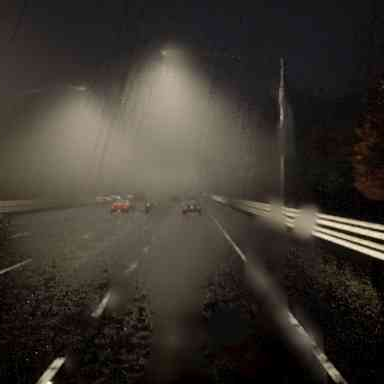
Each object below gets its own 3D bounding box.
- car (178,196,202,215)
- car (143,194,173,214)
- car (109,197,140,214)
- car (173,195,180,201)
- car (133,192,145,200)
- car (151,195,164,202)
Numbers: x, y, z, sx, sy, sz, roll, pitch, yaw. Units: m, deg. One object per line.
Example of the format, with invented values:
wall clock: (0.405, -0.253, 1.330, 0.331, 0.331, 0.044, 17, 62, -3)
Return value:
car: (0.012, 1.446, 32.913, 2.033, 1.411, 5.357, 0, 0, 0)
car: (-3.473, 1.245, 34.490, 2.097, 1.767, 4.553, 0, 0, 1)
car: (-6.978, 1.497, 34.113, 1.895, 1.301, 4.718, 0, 0, 1)
car: (-3.480, 1.364, 68.406, 1.994, 1.385, 4.181, 0, 0, 1)
car: (-10.482, 1.024, 67.618, 2.150, 2.045, 5.566, 0, 0, 1)
car: (-6.981, 1.302, 68.120, 2.128, 1.511, 4.902, 0, 0, 1)
